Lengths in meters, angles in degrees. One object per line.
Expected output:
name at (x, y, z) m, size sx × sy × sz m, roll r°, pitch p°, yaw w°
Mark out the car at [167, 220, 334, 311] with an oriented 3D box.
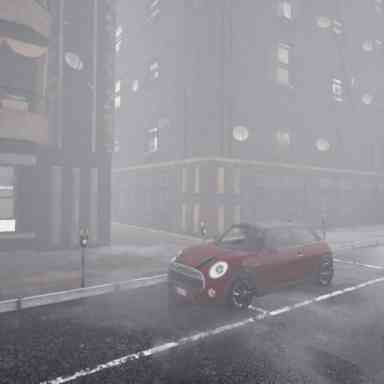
car at (1.426, 1.442, 7.722) m, size 4.097 × 1.590 × 1.967 m, roll 0°, pitch 1°, yaw -36°
